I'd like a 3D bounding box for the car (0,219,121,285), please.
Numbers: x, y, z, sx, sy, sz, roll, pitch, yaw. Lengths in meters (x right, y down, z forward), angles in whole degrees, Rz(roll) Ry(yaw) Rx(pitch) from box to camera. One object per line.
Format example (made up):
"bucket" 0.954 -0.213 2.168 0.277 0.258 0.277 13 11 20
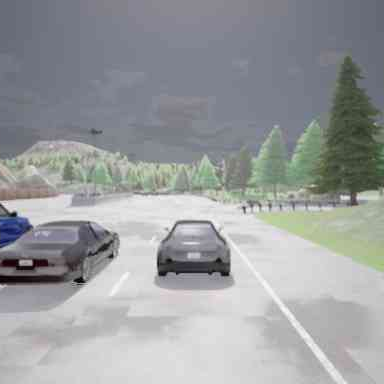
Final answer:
"car" -3.449 1.506 9.423 2.033 1.411 5.357 0 0 0

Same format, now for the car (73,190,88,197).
"car" -28.595 0.879 84.215 1.994 1.385 4.181 0 1 0

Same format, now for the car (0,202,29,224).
"car" -6.922 1.170 10.120 2.150 2.045 5.566 0 -1 -2

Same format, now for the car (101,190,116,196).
"car" -21.654 0.661 86.457 2.097 1.767 4.553 0 1 -3

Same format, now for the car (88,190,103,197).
"car" -25.117 0.869 85.368 1.994 1.385 4.181 0 1 0

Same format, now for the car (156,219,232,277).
"car" 0.052 1.518 10.154 1.994 1.385 4.181 0 0 0
